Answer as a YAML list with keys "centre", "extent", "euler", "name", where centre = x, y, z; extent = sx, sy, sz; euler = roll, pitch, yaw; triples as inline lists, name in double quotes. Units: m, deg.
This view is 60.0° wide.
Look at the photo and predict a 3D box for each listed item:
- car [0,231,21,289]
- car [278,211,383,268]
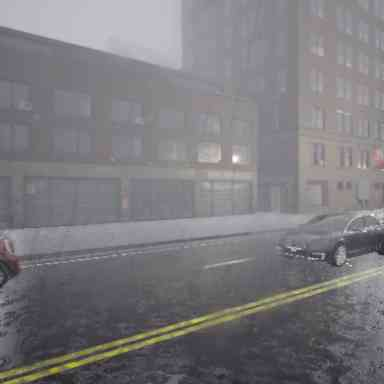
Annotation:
- centre: [-6.320, 1.357, 7.162]
  extent: [4.553, 1.767, 2.097]
  euler: [0, 0, -36]
  name: "car"
- centre: [4.979, 1.452, 11.229]
  extent: [4.892, 1.490, 1.837]
  euler: [0, 0, -35]
  name: "car"
